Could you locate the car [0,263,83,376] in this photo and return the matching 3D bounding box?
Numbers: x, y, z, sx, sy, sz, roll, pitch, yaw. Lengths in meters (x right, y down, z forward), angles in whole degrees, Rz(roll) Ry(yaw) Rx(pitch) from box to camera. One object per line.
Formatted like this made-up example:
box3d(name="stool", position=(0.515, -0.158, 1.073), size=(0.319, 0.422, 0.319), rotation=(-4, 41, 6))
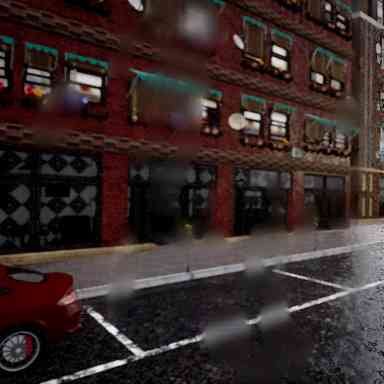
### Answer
box3d(name="car", position=(-3.515, 1.577, 4.039), size=(4.206, 1.307, 1.802), rotation=(1, 0, -35))
